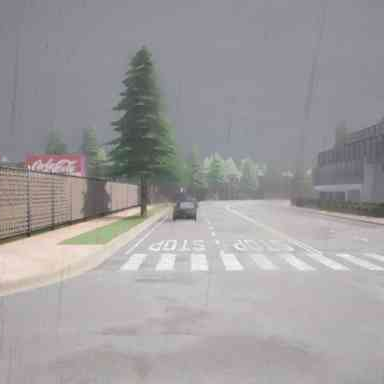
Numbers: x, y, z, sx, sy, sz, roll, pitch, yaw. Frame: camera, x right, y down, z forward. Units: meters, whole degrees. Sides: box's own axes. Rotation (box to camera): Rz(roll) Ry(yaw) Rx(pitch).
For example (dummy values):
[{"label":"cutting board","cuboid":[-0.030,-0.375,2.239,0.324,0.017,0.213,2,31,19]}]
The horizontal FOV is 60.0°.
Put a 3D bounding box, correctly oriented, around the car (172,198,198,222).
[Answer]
[{"label":"car","cuboid":[-0.529,1.498,26.825,1.882,1.535,5.008,0,0,0]}]
